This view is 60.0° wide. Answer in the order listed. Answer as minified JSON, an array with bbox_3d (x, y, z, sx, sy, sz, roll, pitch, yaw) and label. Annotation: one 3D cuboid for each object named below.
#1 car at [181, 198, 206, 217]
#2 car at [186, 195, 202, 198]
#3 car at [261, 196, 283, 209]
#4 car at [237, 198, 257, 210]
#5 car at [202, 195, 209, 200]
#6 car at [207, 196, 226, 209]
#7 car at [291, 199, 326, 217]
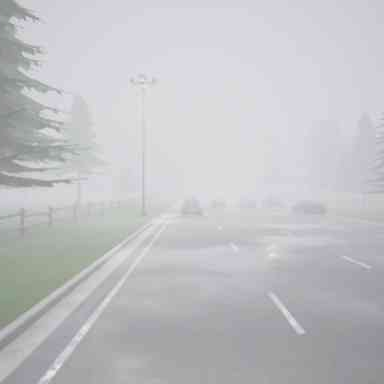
[{"bbox_3d":[0.024,1.546,30.889,1.994,1.385,4.181,0,0,0],"label":"car"},{"bbox_3d":[-0.057,1.324,45.092,2.097,1.767,4.553,0,0,0],"label":"car"},{"bbox_3d":[10.437,1.299,43.755,2.097,1.767,4.553,0,0,0],"label":"car"},{"bbox_3d":[6.926,1.505,42.266,2.033,1.411,5.357,0,0,0],"label":"car"},{"bbox_3d":[3.281,1.495,84.160,1.994,1.385,4.181,0,0,0],"label":"car"},{"bbox_3d":[3.439,1.566,44.409,1.895,1.301,4.718,0,0,0],"label":"car"},{"bbox_3d":[10.523,1.434,30.387,1.882,1.535,5.008,0,-1,0],"label":"car"}]
